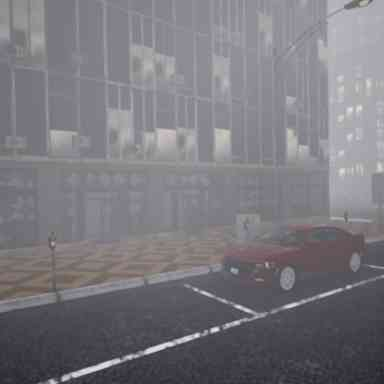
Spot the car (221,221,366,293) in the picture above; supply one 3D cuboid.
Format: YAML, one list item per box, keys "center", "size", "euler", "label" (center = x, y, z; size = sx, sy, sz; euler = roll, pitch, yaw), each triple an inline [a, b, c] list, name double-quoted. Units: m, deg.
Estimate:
- center: [2.768, 1.500, 8.721]
  size: [4.507, 1.381, 1.887]
  euler: [0, -1, -36]
  label: "car"

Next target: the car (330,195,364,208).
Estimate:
- center: [17.314, 1.060, 38.596]
  size: [1.752, 1.417, 4.829]
  euler: [-1, 1, -35]
  label: "car"
